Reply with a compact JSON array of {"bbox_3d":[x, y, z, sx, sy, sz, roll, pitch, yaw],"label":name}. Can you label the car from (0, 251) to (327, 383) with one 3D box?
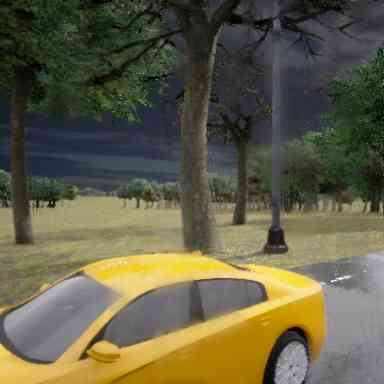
[{"bbox_3d":[-0.621,1.485,3.549,5.008,1.535,1.882,0,0,-36],"label":"car"}]
